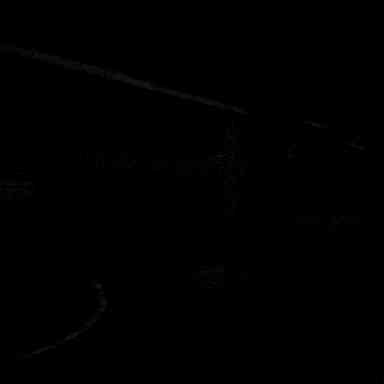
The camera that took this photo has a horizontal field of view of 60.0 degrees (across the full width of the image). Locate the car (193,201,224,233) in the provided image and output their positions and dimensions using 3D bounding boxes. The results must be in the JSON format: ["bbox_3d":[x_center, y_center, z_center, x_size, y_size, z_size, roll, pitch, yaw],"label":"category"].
[{"bbox_3d":[1.731,1.566,22.040,1.905,1.878,3.866,0,0,-33],"label":"car"}]

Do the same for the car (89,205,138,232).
[{"bbox_3d":[-5.382,1.704,22.581,2.242,1.667,4.611,0,0,-33],"label":"car"}]
